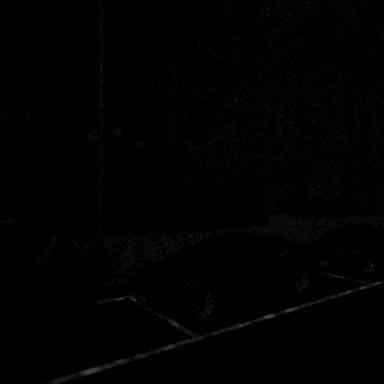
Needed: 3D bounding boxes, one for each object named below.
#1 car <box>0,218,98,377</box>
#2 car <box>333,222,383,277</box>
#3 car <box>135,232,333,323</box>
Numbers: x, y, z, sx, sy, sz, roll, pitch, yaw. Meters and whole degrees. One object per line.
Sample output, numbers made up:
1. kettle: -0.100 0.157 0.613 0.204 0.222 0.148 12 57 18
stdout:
1. car: -3.691 1.307 4.020 5.009 1.841 2.192 1 -1 -35
2. car: 5.485 1.664 10.564 4.313 1.339 1.947 1 -1 -35
3. car: 0.897 1.611 7.291 4.313 1.339 1.947 1 -1 -35
